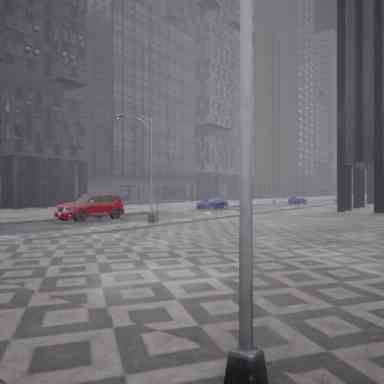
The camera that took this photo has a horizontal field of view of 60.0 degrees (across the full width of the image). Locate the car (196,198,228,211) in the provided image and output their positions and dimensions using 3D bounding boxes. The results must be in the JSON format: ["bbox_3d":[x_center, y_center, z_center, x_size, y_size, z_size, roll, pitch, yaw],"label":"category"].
[{"bbox_3d":[2.454,1.429,39.849,1.882,1.535,5.008,0,0,36],"label":"car"}]

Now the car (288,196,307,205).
[{"bbox_3d":[17.568,1.401,55.129,1.882,1.535,5.008,0,0,36],"label":"car"}]

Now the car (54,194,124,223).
[{"bbox_3d":[-7.792,1.194,25.855,2.150,2.045,5.566,0,0,36],"label":"car"}]
